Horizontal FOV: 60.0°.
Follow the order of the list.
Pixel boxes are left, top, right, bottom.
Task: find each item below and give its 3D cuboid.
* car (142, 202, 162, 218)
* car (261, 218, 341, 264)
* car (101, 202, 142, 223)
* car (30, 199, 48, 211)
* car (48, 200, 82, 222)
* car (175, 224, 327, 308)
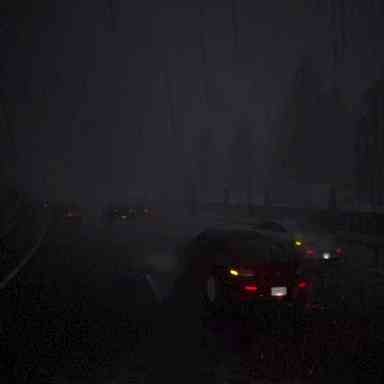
[{"bbox_3d":[-4.587,1.669,31.148,2.033,1.411,5.357,2,0,-28],"label":"car"},{"bbox_3d":[3.337,1.690,12.171,1.812,1.442,4.674,2,0,-17],"label":"car"},{"bbox_3d":[-5.805,1.547,25.722,2.128,1.511,4.902,2,0,-25],"label":"car"},{"bbox_3d":[-17.371,1.450,38.507,1.994,1.385,4.181,2,0,-35],"label":"car"},{"bbox_3d":[-9.865,1.443,26.046,1.882,1.535,5.008,2,0,-27],"label":"car"},{"bbox_3d":[0.907,1.606,8.156,1.812,1.442,4.674,1,0,-16],"label":"car"}]
